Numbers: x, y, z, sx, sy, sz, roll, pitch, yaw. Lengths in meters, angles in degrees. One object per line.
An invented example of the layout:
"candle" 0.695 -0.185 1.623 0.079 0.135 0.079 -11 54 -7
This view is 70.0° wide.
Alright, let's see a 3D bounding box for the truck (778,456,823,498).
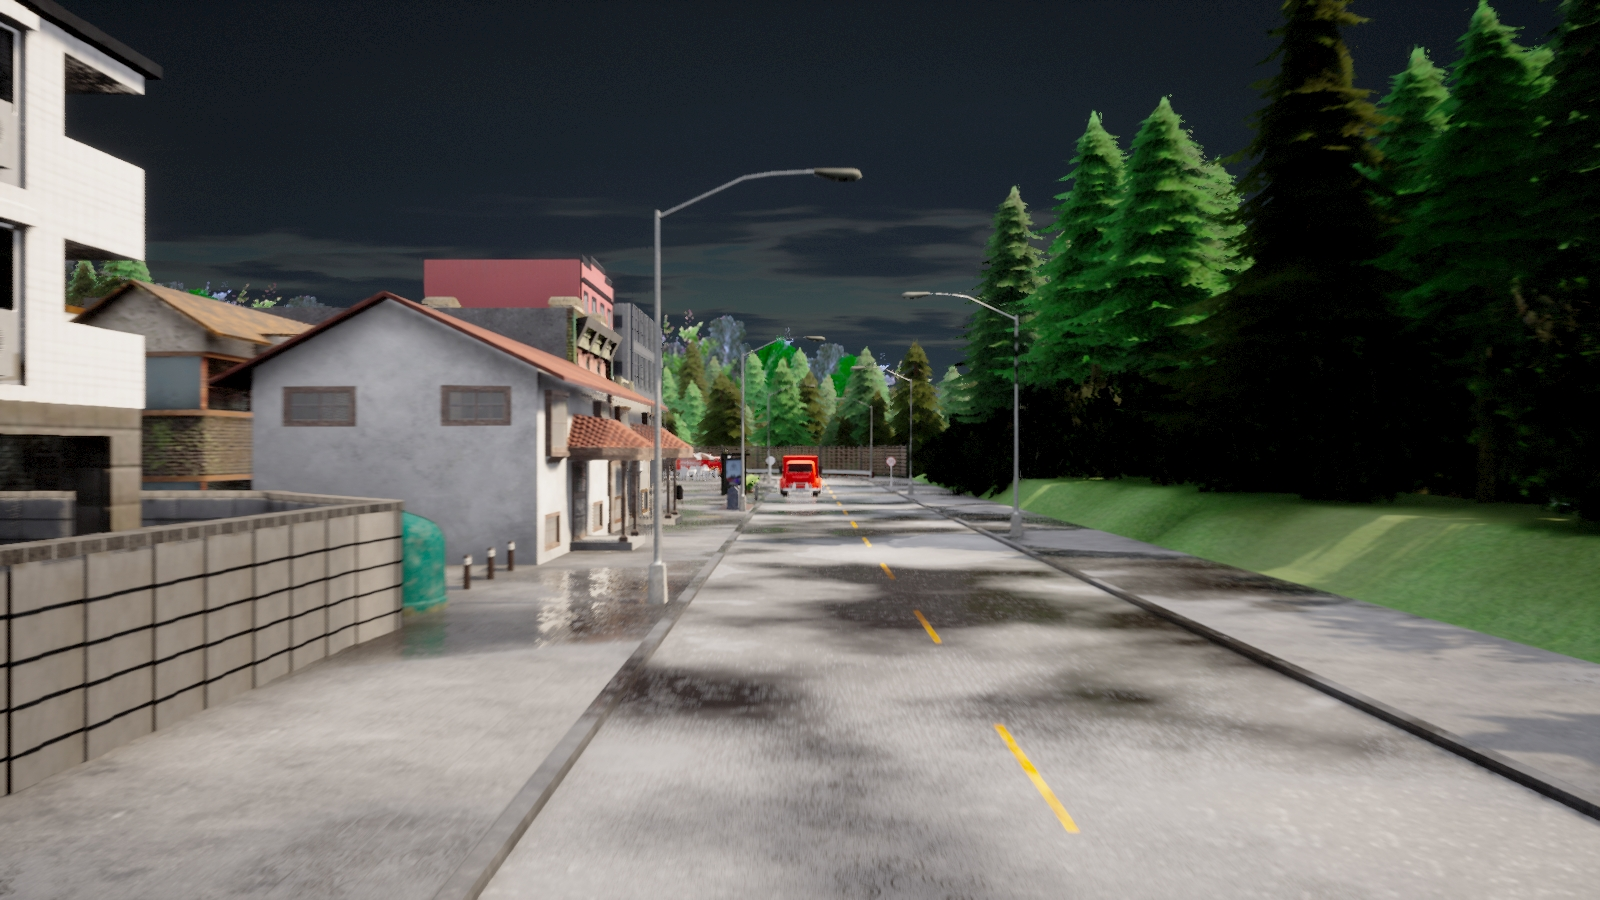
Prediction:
"truck" 0.029 1.570 68.960 2.627 2.467 5.204 0 0 0
